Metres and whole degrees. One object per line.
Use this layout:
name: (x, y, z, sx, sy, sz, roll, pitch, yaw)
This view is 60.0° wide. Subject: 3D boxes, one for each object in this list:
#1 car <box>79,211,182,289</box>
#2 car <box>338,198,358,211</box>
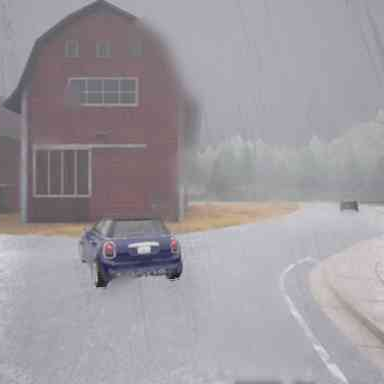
car: (-1.981, 1.374, 9.685, 2.097, 1.767, 4.553, 0, 0, -24)
car: (18.983, 1.481, 40.472, 1.882, 1.535, 5.008, 0, 0, 22)
